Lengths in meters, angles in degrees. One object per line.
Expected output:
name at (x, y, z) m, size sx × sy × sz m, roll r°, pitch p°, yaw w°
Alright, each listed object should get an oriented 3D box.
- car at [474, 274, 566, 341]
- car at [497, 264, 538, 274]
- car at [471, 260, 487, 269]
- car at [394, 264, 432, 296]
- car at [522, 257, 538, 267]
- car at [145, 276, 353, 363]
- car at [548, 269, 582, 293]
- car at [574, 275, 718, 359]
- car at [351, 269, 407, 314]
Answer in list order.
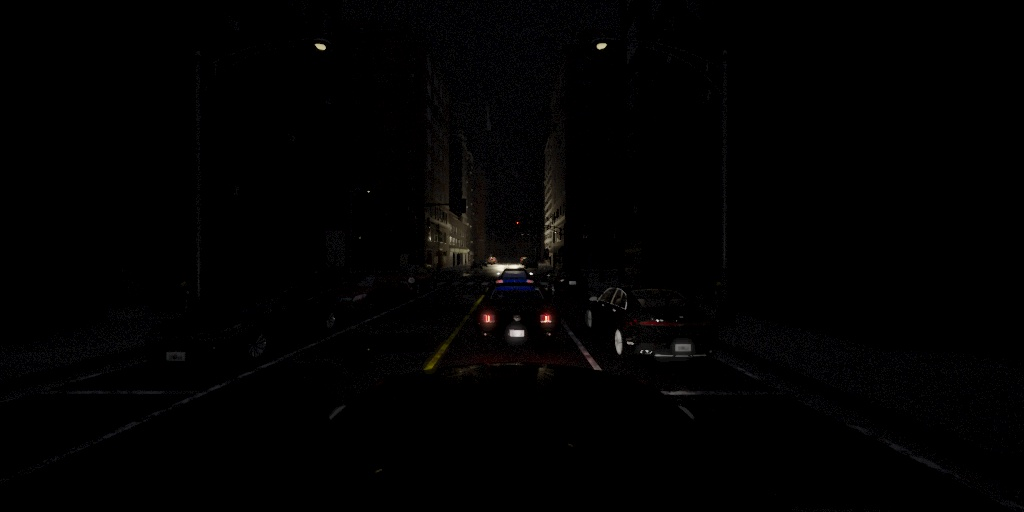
car at (0.119, 1.354, 9.810) m, size 1.895 × 1.301 × 4.718 m, roll 0°, pitch 0°, yaw 0°
car at (0.147, 1.321, 18.570) m, size 1.994 × 1.385 × 4.181 m, roll 0°, pitch 0°, yaw 1°
car at (-5.471, 1.387, 56.315) m, size 1.802 × 1.307 × 4.207 m, roll 0°, pitch 0°, yaw 0°
car at (-5.617, 1.197, 19.214) m, size 1.967 × 1.591 × 4.097 m, roll 0°, pitch 0°, yaw 0°
car at (3.054, 1.245, 56.277) m, size 1.967 × 1.591 × 4.097 m, roll 0°, pitch 0°, yaw 0°
car at (-5.650, 1.318, 8.211) m, size 1.948 × 1.339 × 4.313 m, roll 0°, pitch 0°, yaw 0°
car at (2.909, 1.323, 19.188) m, size 1.948 × 1.339 × 4.313 m, roll 0°, pitch 0°, yaw 0°
car at (2.875, 1.303, 8.185) m, size 2.007 × 1.370 × 4.403 m, roll 0°, pitch 0°, yaw 0°
car at (-5.634, 1.336, 13.712) m, size 1.802 × 1.307 × 4.207 m, roll 0°, pitch 0°, yaw 0°
